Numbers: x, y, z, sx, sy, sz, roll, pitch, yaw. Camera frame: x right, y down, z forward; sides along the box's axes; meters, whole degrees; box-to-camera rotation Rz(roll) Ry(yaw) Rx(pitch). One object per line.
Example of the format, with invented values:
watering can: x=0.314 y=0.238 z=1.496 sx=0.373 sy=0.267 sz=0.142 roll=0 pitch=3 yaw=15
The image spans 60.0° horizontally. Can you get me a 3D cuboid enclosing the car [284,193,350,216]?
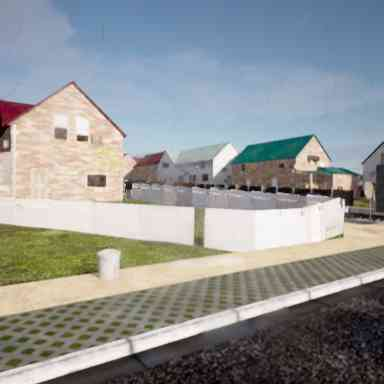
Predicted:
car: x=8.636 y=0.830 z=23.283 sx=1.812 sy=1.442 sz=4.674 roll=0 pitch=3 yaw=-34

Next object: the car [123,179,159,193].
car: x=-7.308 y=-0.816 z=46.737 sx=2.150 sy=2.045 sz=5.566 roll=0 pitch=2 yaw=-34

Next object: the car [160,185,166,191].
car: x=-5.886 y=-0.559 z=49.723 sx=2.033 sy=1.411 sz=5.357 roll=0 pitch=3 yaw=-34

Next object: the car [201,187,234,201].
car: x=2.656 y=0.306 z=32.047 sx=1.837 sy=1.490 sz=4.892 roll=0 pitch=3 yaw=-34

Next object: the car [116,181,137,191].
car: x=-11.356 y=-1.036 z=57.653 sx=1.812 sy=1.442 sz=4.674 roll=0 pitch=3 yaw=-34
